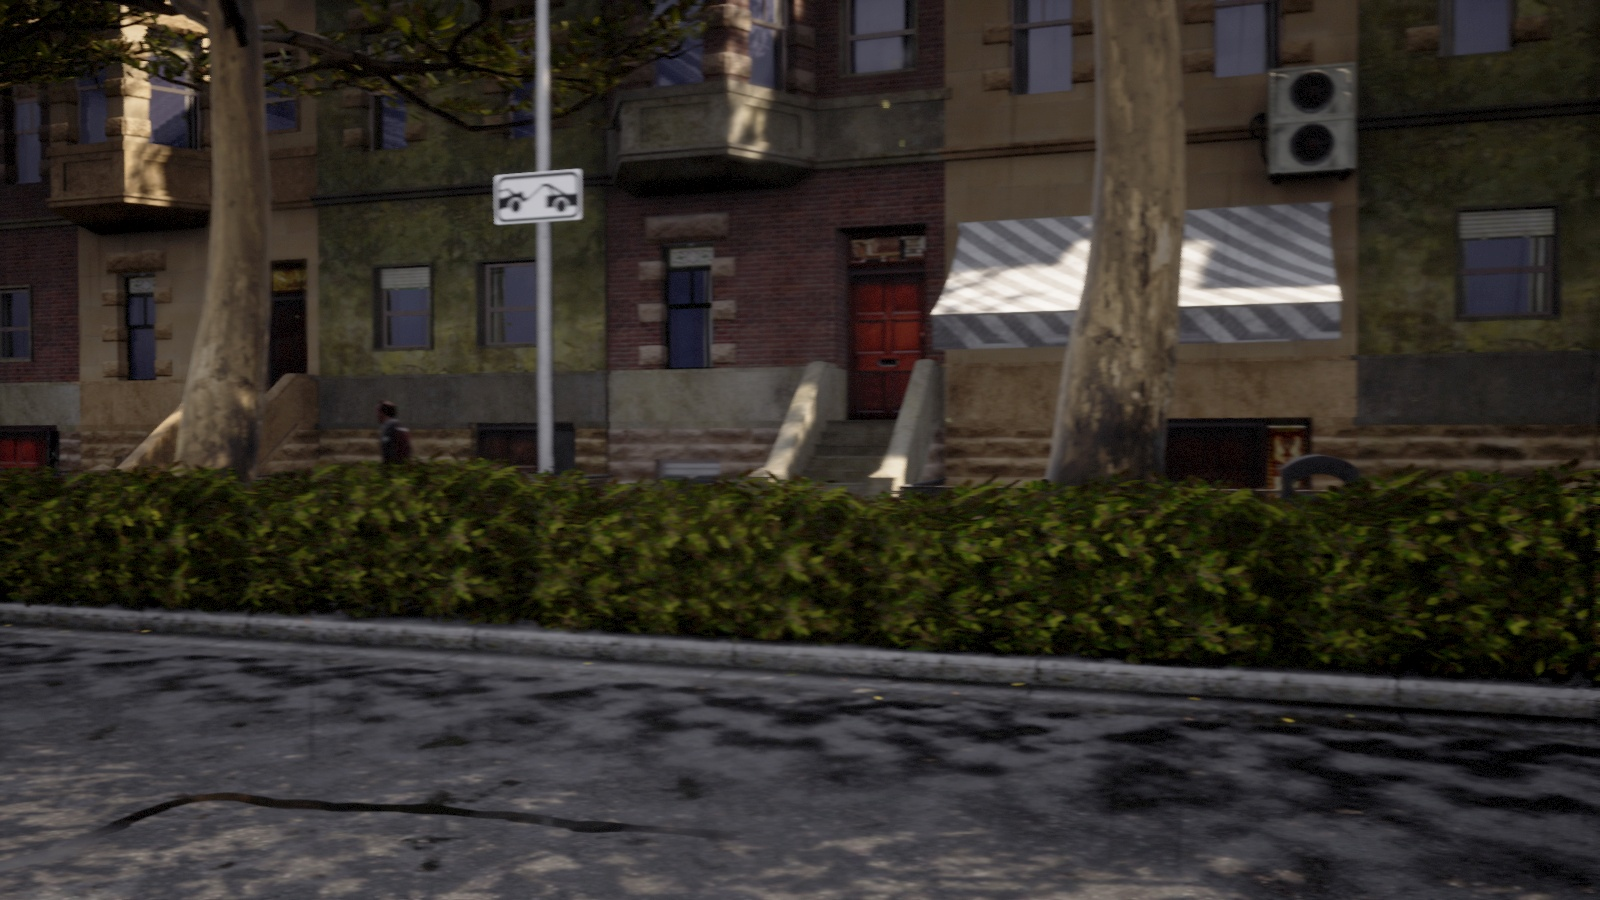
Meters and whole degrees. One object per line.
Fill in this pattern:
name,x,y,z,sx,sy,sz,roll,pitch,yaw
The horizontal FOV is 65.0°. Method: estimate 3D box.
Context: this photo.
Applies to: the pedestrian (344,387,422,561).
pedestrian,-4.530,0.248,13.647,0.720,1.854,0.376,1,1,18
